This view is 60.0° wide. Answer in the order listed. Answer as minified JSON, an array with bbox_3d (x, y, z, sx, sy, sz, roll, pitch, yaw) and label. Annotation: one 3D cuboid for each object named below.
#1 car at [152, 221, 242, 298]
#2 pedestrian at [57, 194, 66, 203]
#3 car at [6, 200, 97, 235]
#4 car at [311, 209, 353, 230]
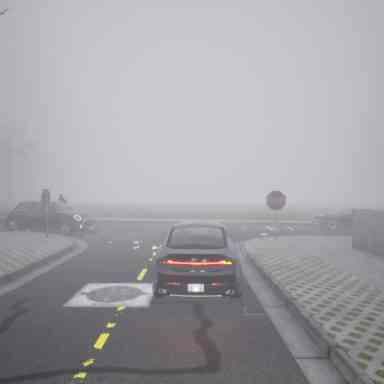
[{"bbox_3d":[0.176,1.503,8.500,1.837,1.490,4.892,0,0,3],"label":"car"},{"bbox_3d":[-9.685,0.997,24.504,0.375,1.860,0.375,0,-1,0],"label":"pedestrian"},{"bbox_3d":[-7.495,1.268,17.988,4.553,1.767,2.097,1,0,11],"label":"car"},{"bbox_3d":[10.344,1.755,21.726,4.718,1.301,1.895,1,0,-1],"label":"car"}]
